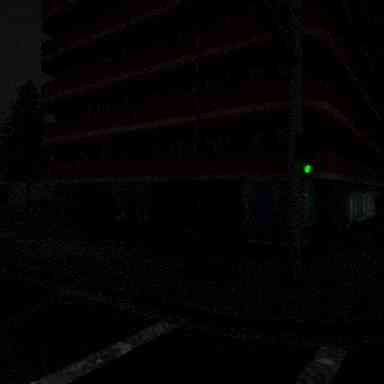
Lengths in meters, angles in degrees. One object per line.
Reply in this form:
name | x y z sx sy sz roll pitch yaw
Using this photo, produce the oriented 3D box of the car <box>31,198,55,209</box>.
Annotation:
car | -16.782 1.413 39.305 1.882 1.535 5.008 0 0 36
